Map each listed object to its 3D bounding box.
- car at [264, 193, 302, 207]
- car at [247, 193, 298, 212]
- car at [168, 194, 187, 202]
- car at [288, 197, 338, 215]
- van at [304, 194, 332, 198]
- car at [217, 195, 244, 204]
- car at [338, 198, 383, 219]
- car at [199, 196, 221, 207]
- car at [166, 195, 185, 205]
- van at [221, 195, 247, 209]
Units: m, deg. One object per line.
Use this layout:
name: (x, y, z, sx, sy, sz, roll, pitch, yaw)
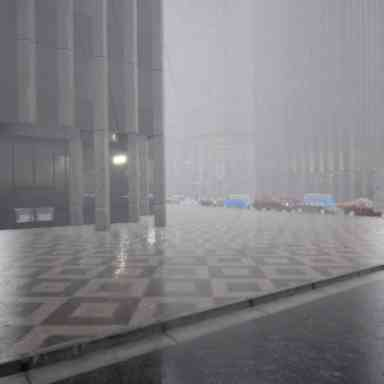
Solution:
car: (12.915, 1.112, 47.348, 2.192, 1.841, 5.009, -1, 1, -35)
car: (9.172, 1.276, 37.907, 2.192, 1.841, 5.009, -1, 1, -35)
car: (-3.122, 1.239, 69.841, 2.008, 1.369, 4.403, -1, 1, -35)
car: (12.384, 1.535, 33.412, 2.008, 1.369, 4.403, -1, 1, -35)
van: (16.123, 1.160, 42.850, 1.690, 1.788, 3.998, -1, 1, -35)
car: (6.403, 1.278, 56.485, 1.752, 1.417, 4.829, -1, 1, -35)
car: (15.594, 1.552, 28.915, 1.887, 1.381, 4.507, -1, 1, -35)
car: (2.754, 1.357, 46.903, 1.967, 1.590, 4.097, -1, 1, -35)
car: (-3.665, 1.425, 55.899, 2.008, 1.369, 4.403, -1, 1, -35)
van: (5.962, 1.280, 42.405, 1.690, 1.788, 3.998, -1, 1, -35)
